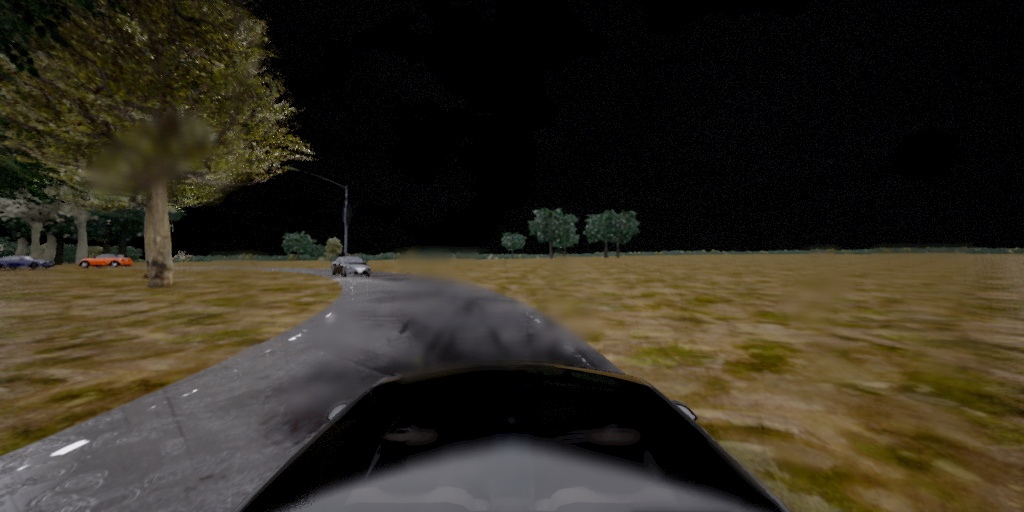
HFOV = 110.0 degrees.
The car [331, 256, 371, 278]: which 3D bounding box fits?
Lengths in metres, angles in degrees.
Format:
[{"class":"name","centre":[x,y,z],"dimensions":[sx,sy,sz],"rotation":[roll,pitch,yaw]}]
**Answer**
[{"class":"car","centre":[-12.101,0.775,26.840],"dimensions":[2.128,1.511,4.902],"rotation":[1,0,-40]}]
